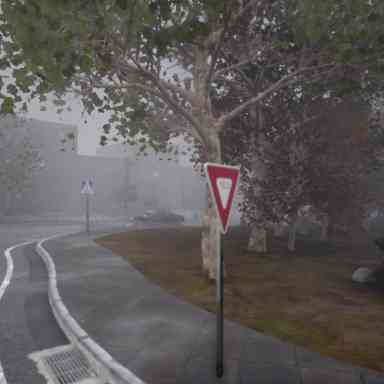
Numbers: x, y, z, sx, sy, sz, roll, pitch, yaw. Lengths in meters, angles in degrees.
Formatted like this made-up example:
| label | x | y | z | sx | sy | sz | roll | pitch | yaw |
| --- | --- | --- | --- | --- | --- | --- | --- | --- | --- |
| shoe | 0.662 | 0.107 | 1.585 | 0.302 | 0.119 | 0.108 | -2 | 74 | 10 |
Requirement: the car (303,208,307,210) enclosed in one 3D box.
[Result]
| label | x | y | z | sx | sy | sz | roll | pitch | yaw |
| --- | --- | --- | --- | --- | --- | --- | --- | --- | --- |
| car | 25.972 | 4.652 | 77.723 | 2.435 | 2.045 | 5.566 | 0 | -2 | 42 |

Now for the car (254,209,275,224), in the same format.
| label | x | y | z | sx | sy | sz | roll | pitch | yaw |
| --- | --- | --- | --- | --- | --- | --- | --- | --- | --- |
| car | 9.348 | 3.041 | 41.450 | 2.150 | 2.045 | 5.566 | 0 | -4 | 41 |

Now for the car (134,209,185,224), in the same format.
| label | x | y | z | sx | sy | sz | roll | pitch | yaw |
| --- | --- | --- | --- | --- | --- | --- | --- | --- | --- |
| car | -3.036 | 2.342 | 32.019 | 2.033 | 1.411 | 5.357 | 0 | -4 | 41 |

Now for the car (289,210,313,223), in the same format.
| label | x | y | z | sx | sy | sz | roll | pitch | yaw |
| --- | --- | --- | --- | --- | --- | --- | --- | --- | --- |
| car | 16.189 | 3.875 | 49.255 | 1.882 | 1.535 | 5.008 | 0 | -2 | 41 |
